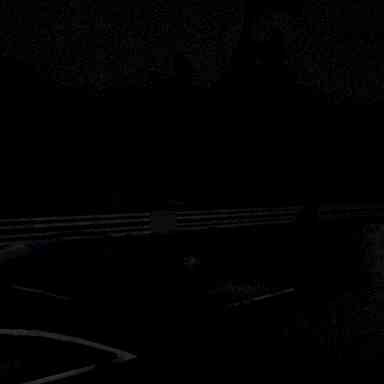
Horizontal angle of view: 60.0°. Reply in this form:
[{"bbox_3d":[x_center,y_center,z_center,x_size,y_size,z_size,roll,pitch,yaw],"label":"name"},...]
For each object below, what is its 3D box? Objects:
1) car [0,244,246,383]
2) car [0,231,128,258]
[{"bbox_3d":[-1.710,1.490,2.499,4.902,1.511,2.128,0,0,-35],"label":"car"},{"bbox_3d":[-1.984,1.518,6.596,4.674,1.442,1.812,0,0,-35],"label":"car"}]
